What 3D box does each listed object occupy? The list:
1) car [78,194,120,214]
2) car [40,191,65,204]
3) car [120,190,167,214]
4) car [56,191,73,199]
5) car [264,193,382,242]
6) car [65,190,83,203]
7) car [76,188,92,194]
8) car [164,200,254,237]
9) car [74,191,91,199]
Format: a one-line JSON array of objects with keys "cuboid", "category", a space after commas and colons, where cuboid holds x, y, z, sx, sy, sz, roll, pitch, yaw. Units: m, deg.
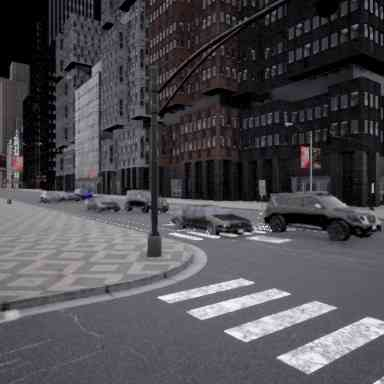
[{"cuboid": [-8.366, 1.155, 30.611, 2.033, 1.411, 5.357, 0, 1, -36], "category": "car"}, {"cuboid": [-19.712, 0.673, 46.389, 2.097, 1.767, 4.553, 0, 1, -35], "category": "car"}, {"cuboid": [-4.234, 0.861, 30.437, 2.150, 2.045, 5.566, 0, 1, -36], "category": "car"}, {"cuboid": [-24.997, 0.532, 65.071, 1.837, 1.490, 4.892, 0, 1, -36], "category": "car"}, {"cuboid": [6.045, 1.110, 16.207, 2.150, 2.045, 5.566, 0, 1, -36], "category": "car"}, {"cuboid": [-18.769, 0.821, 50.683, 2.033, 1.411, 5.357, 0, 1, -35], "category": "car"}, {"cuboid": [-18.784, 0.418, 56.475, 2.150, 2.045, 5.566, 0, 1, -36], "category": "car"}, {"cuboid": [0.824, 1.380, 17.551, 2.033, 1.411, 5.357, 0, 1, -33], "category": "car"}, {"cuboid": [-21.928, 0.564, 66.374, 1.812, 1.442, 4.674, 0, 1, -36], "category": "car"}]
